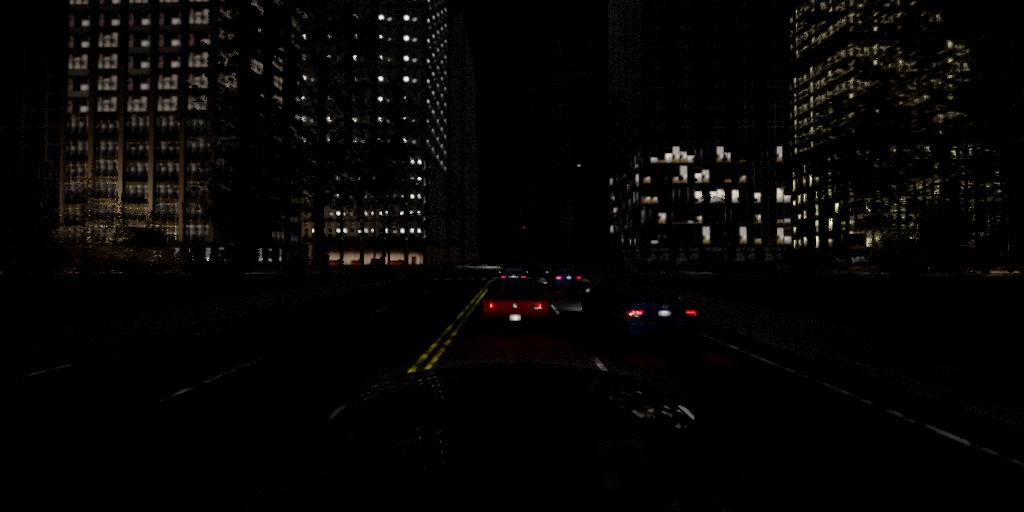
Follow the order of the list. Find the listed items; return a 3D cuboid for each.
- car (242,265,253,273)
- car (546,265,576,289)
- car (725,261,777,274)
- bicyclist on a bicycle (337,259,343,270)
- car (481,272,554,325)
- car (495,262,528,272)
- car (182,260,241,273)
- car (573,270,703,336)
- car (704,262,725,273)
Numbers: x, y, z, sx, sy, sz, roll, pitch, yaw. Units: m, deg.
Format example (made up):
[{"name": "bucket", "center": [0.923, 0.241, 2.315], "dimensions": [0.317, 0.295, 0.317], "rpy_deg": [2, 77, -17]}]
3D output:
[{"name": "car", "center": [-32.725, 1.289, 41.812], "dimensions": [4.181, 1.385, 1.994], "rpy_deg": [0, -1, 2]}, {"name": "car", "center": [3.348, 1.325, 23.570], "dimensions": [2.033, 1.411, 5.357], "rpy_deg": [0, 0, 0]}, {"name": "car", "center": [28.934, 1.352, 42.965], "dimensions": [4.902, 1.511, 2.128], "rpy_deg": [0, -1, 2]}, {"name": "bicyclist on a bicycle", "center": [-25.164, 1.205, 52.446], "dimensions": [0.582, 1.620, 1.656], "rpy_deg": [0, -1, 2]}, {"name": "car", "center": [0.097, 1.365, 11.850], "dimensions": [1.895, 1.301, 4.718], "rpy_deg": [0, 0, 0]}, {"name": "car", "center": [0.097, 1.325, 23.594], "dimensions": [2.033, 1.411, 5.357], "rpy_deg": [0, 0, 0]}, {"name": "car", "center": [-32.573, 1.166, 38.556], "dimensions": [4.902, 1.511, 2.128], "rpy_deg": [0, -1, 2]}, {"name": "car", "center": [3.346, 1.310, 10.373], "dimensions": [2.033, 1.411, 5.357], "rpy_deg": [0, 0, 0]}, {"name": "car", "center": [27.810, 1.458, 46.248], "dimensions": [5.357, 1.411, 2.033], "rpy_deg": [0, -1, 2]}]
